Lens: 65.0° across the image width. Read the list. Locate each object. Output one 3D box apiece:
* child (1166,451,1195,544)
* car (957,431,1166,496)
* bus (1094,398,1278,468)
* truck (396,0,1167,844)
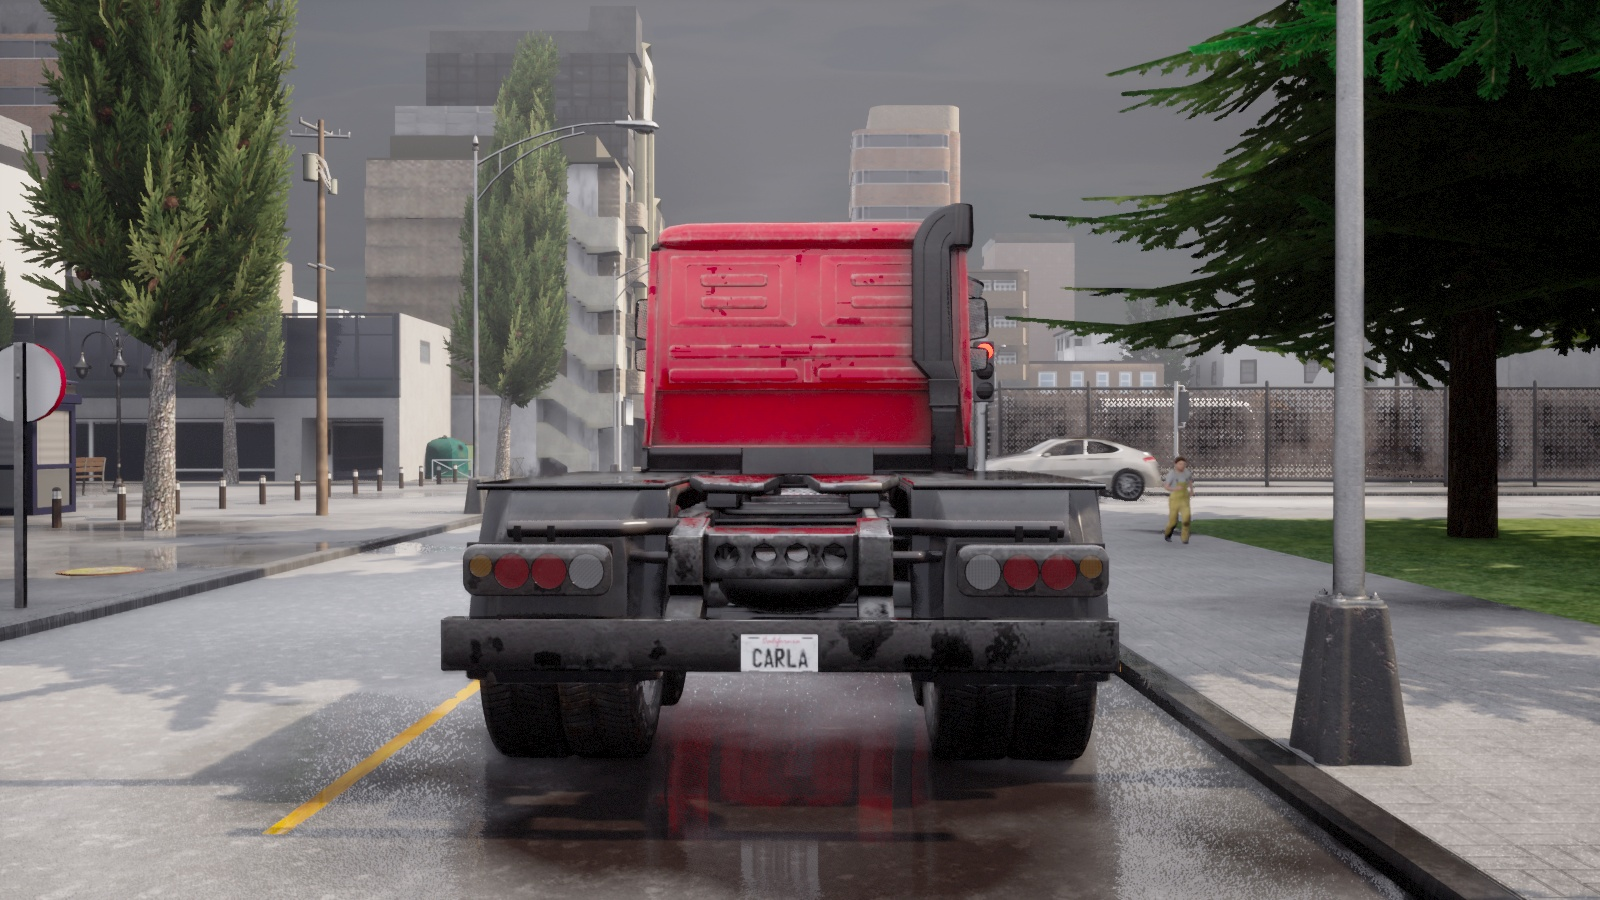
[{"bbox_3d":[5.202,0.643,17.191,0.270,1.263,0.437,0,0,1],"label":"child"},{"bbox_3d":[6.765,0.345,32.949,5.027,1.651,2.152,0,0,0],"label":"car"},{"bbox_3d":[23.857,-1.052,78.208,10.273,4.253,3.944,0,0,2],"label":"bus"},{"bbox_3d":[0.020,-0.284,8.679,2.891,3.462,7.936,0,0,1],"label":"truck"}]
